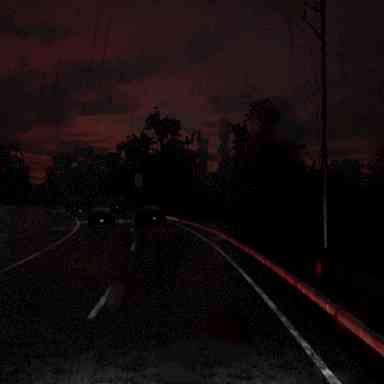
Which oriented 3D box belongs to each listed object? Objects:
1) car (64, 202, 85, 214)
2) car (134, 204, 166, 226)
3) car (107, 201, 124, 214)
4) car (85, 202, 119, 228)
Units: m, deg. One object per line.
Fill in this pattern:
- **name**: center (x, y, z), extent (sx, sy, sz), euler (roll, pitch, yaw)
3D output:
- **car**: center (-13.925, 1.842, 39.715), extent (1.895, 1.301, 4.718), euler (1, -1, -33)
- **car**: center (-3.238, 1.666, 25.075), extent (1.882, 1.535, 5.008), euler (0, 0, -16)
- **car**: center (-9.787, 1.829, 39.805), extent (2.033, 1.411, 5.357), euler (1, -1, -32)
- **car**: center (-6.474, 1.689, 23.768), extent (1.812, 1.442, 4.674), euler (0, 0, -16)
